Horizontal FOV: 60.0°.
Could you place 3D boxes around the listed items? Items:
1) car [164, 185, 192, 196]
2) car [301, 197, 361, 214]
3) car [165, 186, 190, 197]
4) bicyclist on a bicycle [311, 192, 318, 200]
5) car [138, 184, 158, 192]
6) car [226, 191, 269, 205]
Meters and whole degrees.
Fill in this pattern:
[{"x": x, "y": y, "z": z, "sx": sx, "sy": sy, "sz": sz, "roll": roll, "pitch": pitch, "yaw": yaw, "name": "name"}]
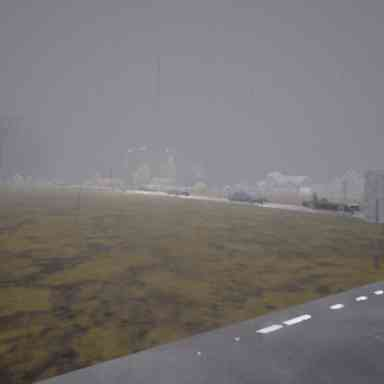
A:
[{"x": -2.459, "y": -0.262, "z": 55.017, "sx": 2.033, "sy": 1.411, "sz": 5.357, "roll": 2, "pitch": 2, "yaw": -34, "name": "car"}, {"x": 12.097, "y": 1.143, "z": 29.090, "sx": 1.895, "sy": 1.301, "sz": 4.718, "roll": 2, "pitch": 2, "yaw": -35, "name": "car"}, {"x": -2.006, "y": -0.092, "z": 49.350, "sx": 1.994, "sy": 1.385, "sz": 4.181, "roll": 2, "pitch": 2, "yaw": -35, "name": "car"}, {"x": 13.752, "y": 0.864, "z": 37.183, "sx": 1.656, "sy": 1.620, "sz": 0.582, "roll": 1, "pitch": 2, "yaw": -35, "name": "bicyclist on a bicycle"}, {"x": -8.405, "y": -0.734, "z": 63.466, "sx": 2.033, "sy": 1.411, "sz": 5.357, "roll": 2, "pitch": 2, "yaw": -35, "name": "car"}, {"x": 6.168, "y": 0.579, "z": 37.602, "sx": 2.033, "sy": 1.411, "sz": 5.357, "roll": 2, "pitch": 2, "yaw": -35, "name": "car"}]
